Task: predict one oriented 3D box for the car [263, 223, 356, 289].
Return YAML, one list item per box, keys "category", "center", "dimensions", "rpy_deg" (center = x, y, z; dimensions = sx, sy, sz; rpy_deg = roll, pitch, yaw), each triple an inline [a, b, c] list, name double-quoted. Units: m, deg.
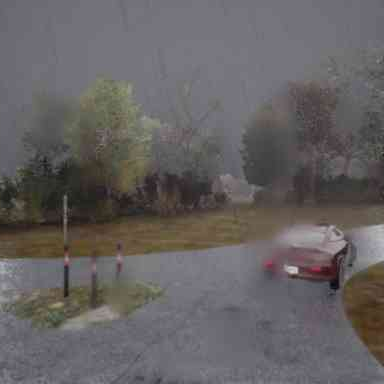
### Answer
- category: "car"
  center: [3.451, 1.603, 9.485]
  dimensions: [1.812, 1.442, 4.674]
  rpy_deg: [0, 0, 31]
